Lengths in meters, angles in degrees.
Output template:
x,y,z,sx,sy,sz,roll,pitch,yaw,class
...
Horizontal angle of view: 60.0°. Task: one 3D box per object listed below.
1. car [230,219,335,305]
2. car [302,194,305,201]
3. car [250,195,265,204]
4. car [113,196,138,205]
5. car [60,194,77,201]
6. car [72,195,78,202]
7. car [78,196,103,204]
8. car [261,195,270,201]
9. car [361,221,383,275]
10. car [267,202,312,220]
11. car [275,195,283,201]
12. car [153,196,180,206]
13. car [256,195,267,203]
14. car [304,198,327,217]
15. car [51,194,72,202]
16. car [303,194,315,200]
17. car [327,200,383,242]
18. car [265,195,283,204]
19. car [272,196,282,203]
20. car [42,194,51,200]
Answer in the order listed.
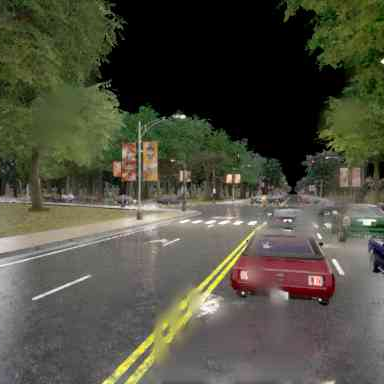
x,y,z,sx,sy,sz,roll,pitch,yaw,class
2.255,1.601,8.207,1.895,1.301,4.718,0,0,17,car
30.443,1.374,88.997,2.097,1.767,4.553,0,0,17,car
12.368,1.554,63.631,2.033,1.411,5.357,0,0,18,car
-10.938,1.361,54.653,4.902,1.511,2.128,0,0,41,car
-29.196,1.261,78.631,4.674,1.442,1.812,0,0,40,car
-22.122,1.383,68.454,4.718,1.301,1.895,0,0,40,car
-18.369,1.423,60.932,4.718,1.301,1.895,0,0,41,car
18.351,1.535,82.881,1.812,1.442,4.674,0,0,17,car
5.463,1.601,7.596,1.895,1.301,4.718,0,0,17,car
4.935,1.505,17.070,1.837,1.490,4.892,0,0,17,car
21.572,1.489,82.299,1.882,1.535,5.008,0,0,17,car
-4.119,1.390,53.362,4.902,1.511,2.128,0,0,40,car
15.321,1.487,73.072,1.882,1.535,5.008,0,0,17,car
13.530,1.546,31.388,4.892,1.490,1.837,0,-2,-9,car
-26.114,1.300,67.529,4.674,1.442,1.812,0,0,40,car
21.698,1.570,60.318,1.994,1.385,4.181,0,0,17,car
8.069,1.352,16.199,2.097,1.767,4.553,0,0,17,car
15.442,1.554,62.587,2.033,1.411,5.357,0,0,18,car
18.513,1.604,72.390,1.895,1.301,4.718,0,0,17,car
-37.048,1.225,85.253,4.674,1.442,1.812,0,0,40,car
